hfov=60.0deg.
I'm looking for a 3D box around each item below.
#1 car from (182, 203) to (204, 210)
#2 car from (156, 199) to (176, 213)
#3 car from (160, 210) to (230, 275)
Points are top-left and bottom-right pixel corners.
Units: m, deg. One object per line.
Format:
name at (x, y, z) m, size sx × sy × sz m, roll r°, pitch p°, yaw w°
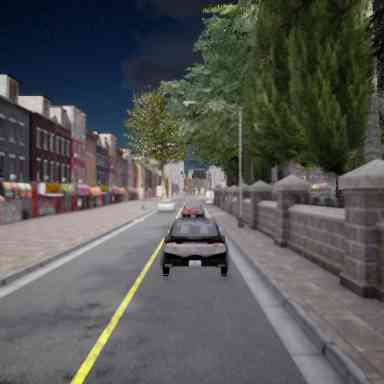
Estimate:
car at (0.100, 1.653, 29.347) m, size 1.895 × 1.301 × 4.718 m, roll 0°, pitch 0°, yaw 0°
car at (-2.835, 1.547, 37.218) m, size 1.812 × 1.442 × 4.674 m, roll 0°, pitch 0°, yaw 0°
car at (0.082, 1.545, 10.609) m, size 2.128 × 1.511 × 4.902 m, roll 0°, pitch 0°, yaw 0°
